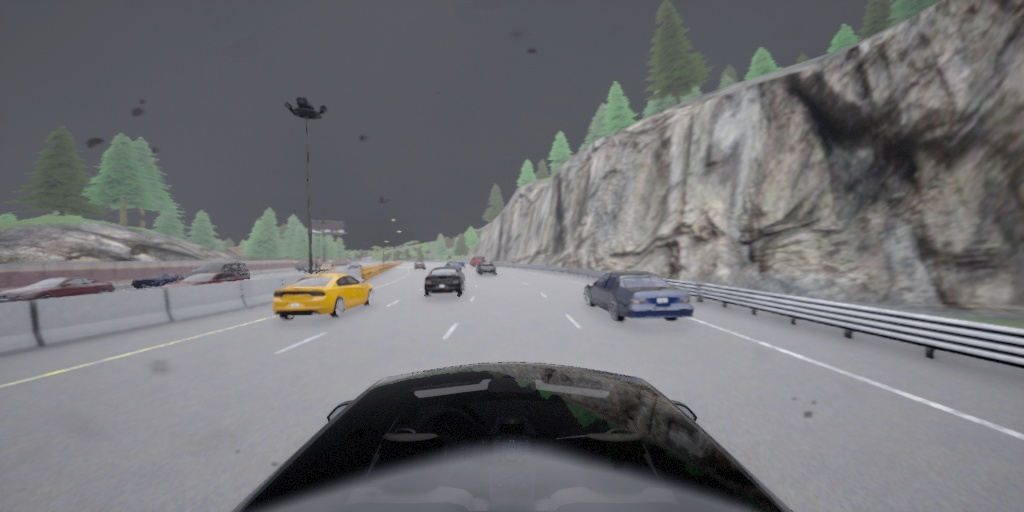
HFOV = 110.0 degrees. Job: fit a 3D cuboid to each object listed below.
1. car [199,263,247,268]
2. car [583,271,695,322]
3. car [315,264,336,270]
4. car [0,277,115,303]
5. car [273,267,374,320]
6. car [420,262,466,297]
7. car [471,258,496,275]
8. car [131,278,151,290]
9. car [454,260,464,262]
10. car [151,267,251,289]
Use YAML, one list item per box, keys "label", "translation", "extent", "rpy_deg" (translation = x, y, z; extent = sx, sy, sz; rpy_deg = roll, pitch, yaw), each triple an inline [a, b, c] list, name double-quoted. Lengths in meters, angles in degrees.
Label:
- label: "car"
  translation: [-22.295, 1.545, 27.186]
  extent: [2.150, 2.045, 5.566]
  rpy_deg: [-1, 0, -7]
- label: "car"
  translation: [3.792, 1.201, 11.768]
  extent: [2.033, 1.411, 5.357]
  rpy_deg: [-1, 0, -2]
- label: "car"
  translation: [-28.890, 1.968, 56.235]
  extent: [1.882, 1.535, 5.008]
  rpy_deg: [-1, 1, -16]
- label: "car"
  translation: [-24.936, 1.913, 19.836]
  extent: [1.812, 1.442, 4.674]
  rpy_deg: [-1, 0, -3]
- label: "car"
  translation: [-6.958, 1.406, 13.813]
  extent: [1.882, 1.535, 5.008]
  rpy_deg: [-1, 0, -2]
- label: "car"
  translation: [-3.619, 1.321, 19.849]
  extent: [1.882, 1.535, 5.008]
  rpy_deg: [-1, 0, -5]
- label: "car"
  translation: [-2.951, 1.319, 40.019]
  extent: [2.128, 1.511, 4.902]
  rpy_deg: [-1, 0, -12]
- label: "car"
  translation: [-29.929, 2.116, 31.007]
  extent: [1.895, 1.301, 4.718]
  rpy_deg: [-1, 0, -9]
- label: "car"
  translation: [-8.562, 1.519, 51.288]
  extent: [2.033, 1.411, 5.357]
  rpy_deg: [-1, 0, -18]
- label: "car"
  translation: [-18.160, 1.692, 21.483]
  extent: [1.882, 1.535, 5.008]
  rpy_deg: [-1, 0, -5]
